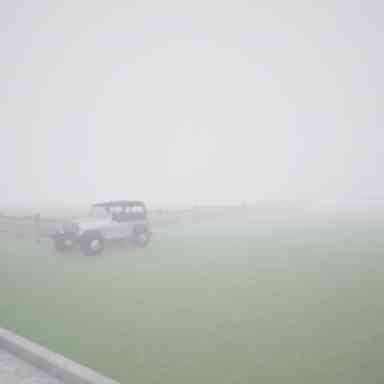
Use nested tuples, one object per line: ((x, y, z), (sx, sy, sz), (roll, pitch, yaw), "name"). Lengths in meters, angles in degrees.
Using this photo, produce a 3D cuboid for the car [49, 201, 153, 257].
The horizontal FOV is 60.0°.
((-3.286, 1.289, 12.867), (1.905, 1.878, 3.866), (-1, 0, 35), "car")
